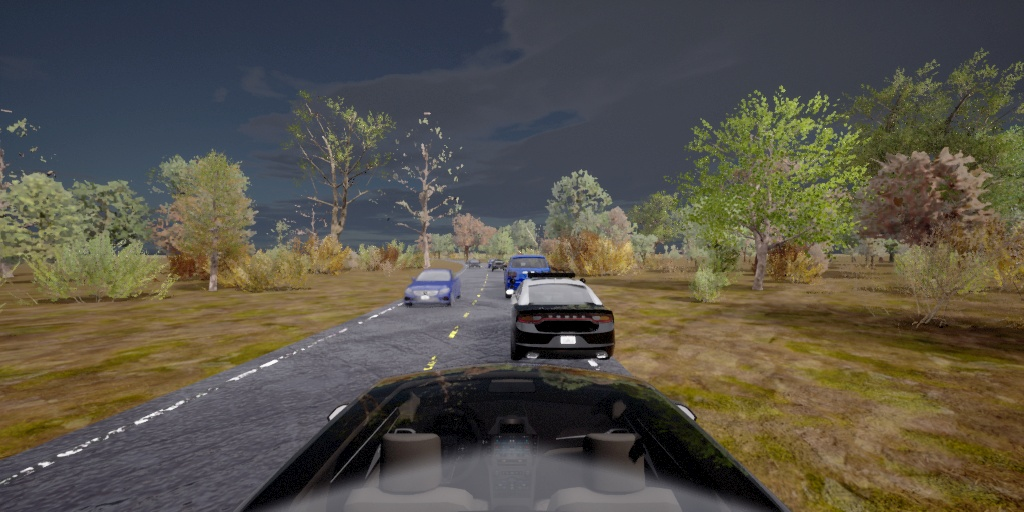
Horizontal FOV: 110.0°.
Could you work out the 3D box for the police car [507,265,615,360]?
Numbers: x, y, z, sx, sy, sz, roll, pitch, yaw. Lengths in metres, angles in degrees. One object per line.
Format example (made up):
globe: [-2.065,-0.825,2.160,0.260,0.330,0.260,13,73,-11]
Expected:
police car: [0.899,1.174,8.463,1.930,1.638,5.238,0,0,0]

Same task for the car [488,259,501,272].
car: [-1.787,1.254,46.959,1.837,1.490,4.892,0,0,-5]

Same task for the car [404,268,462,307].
car: [-3.244,1.274,15.504,1.812,1.442,4.674,0,0,-1]

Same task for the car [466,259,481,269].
car: [-5.861,1.301,56.408,2.033,1.411,5.357,0,0,-6]

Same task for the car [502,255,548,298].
car: [0.716,0.972,18.431,2.150,2.045,5.566,0,0,-2]
